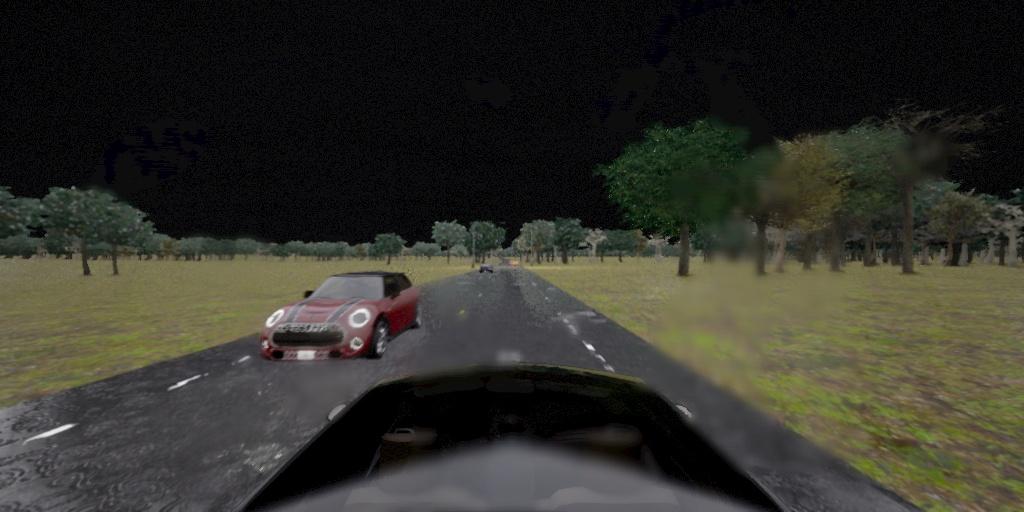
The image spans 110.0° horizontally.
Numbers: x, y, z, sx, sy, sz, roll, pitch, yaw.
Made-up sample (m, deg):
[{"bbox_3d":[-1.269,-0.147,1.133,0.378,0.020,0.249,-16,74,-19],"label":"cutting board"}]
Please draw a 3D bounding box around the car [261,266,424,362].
[{"bbox_3d":[-3.600,1.156,8.519,2.097,1.767,4.553,0,0,0],"label":"car"}]

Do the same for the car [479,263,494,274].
[{"bbox_3d":[-3.570,1.722,50.650,2.033,1.411,5.357,0,-1,1],"label":"car"}]
